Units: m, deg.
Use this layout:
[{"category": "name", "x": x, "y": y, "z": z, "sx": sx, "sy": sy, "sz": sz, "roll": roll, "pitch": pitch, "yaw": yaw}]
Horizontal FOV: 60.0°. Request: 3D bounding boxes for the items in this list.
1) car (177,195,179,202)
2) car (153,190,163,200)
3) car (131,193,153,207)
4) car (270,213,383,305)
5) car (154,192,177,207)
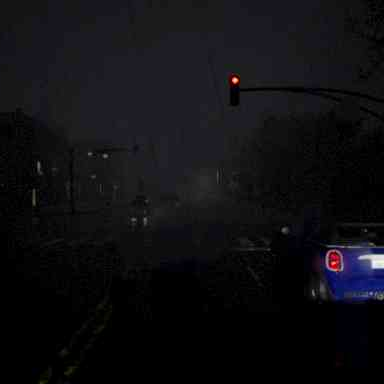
[{"category": "car", "x": -3.379, "y": 1.009, "z": 60.364, "sx": 1.837, "sy": 1.490, "sz": 4.892, "roll": 0, "pitch": 1, "yaw": 0}, {"category": "car", "x": -6.604, "y": 0.691, "z": 64.881, "sx": 2.150, "sy": 2.045, "sz": 5.566, "roll": 0, "pitch": 0, "yaw": 0}, {"category": "car", "x": -6.627, "y": 1.170, "z": 43.108, "sx": 1.812, "sy": 1.442, "sz": 4.674, "roll": 0, "pitch": 0, "yaw": 0}, {"category": "car", "x": 3.353, "y": 1.284, "z": 8.066, "sx": 2.097, "sy": 1.767, "sz": 4.553, "roll": 0, "pitch": 0, "yaw": 0}, {"category": "car", "x": -3.376, "y": 1.122, "z": 43.221, "sx": 1.882, "sy": 1.535, "sz": 5.008, "roll": 0, "pitch": 1, "yaw": 0}]
